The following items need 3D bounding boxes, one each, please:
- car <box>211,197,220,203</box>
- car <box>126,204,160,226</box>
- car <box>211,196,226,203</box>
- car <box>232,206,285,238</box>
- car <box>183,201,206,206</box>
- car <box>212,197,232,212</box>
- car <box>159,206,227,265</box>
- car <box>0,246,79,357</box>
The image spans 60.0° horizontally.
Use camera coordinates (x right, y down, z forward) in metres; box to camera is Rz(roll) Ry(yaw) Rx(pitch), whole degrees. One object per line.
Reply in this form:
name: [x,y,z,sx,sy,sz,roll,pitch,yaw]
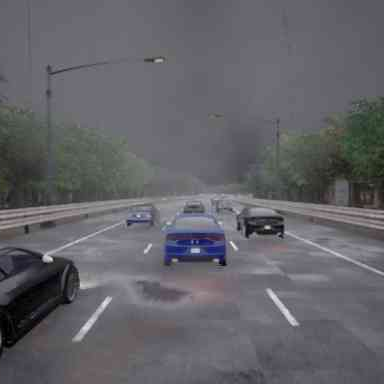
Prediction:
car: [5.442,1.832,77.456,1.882,1.535,5.008,0,-1,4]
car: [-3.358,1.577,23.563,2.033,1.411,5.357,0,0,1]
car: [4.406,1.710,57.631,1.812,1.442,4.674,0,0,2]
car: [3.511,1.489,17.857,1.882,1.535,5.008,0,0,0]
car: [0.221,1.553,29.972,1.837,1.490,4.892,0,0,1]
car: [3.808,1.627,39.784,2.033,1.411,5.357,0,0,1]
car: [0.100,1.483,11.727,1.882,1.535,5.008,0,0,0]
car: [-3.399,1.565,5.464,1.994,1.385,4.181,0,0,0]
